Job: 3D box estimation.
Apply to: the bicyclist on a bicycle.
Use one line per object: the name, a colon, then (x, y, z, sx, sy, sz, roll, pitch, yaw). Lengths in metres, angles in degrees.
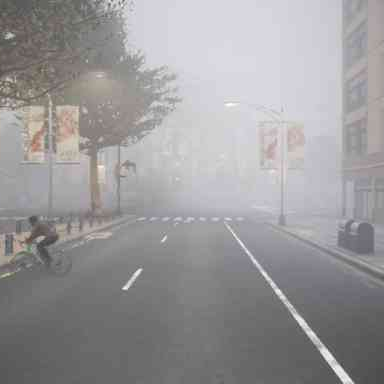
bicyclist on a bicycle: (-4.044, 1.455, 8.876, 1.656, 1.620, 0.582, -2, 0, 2)
